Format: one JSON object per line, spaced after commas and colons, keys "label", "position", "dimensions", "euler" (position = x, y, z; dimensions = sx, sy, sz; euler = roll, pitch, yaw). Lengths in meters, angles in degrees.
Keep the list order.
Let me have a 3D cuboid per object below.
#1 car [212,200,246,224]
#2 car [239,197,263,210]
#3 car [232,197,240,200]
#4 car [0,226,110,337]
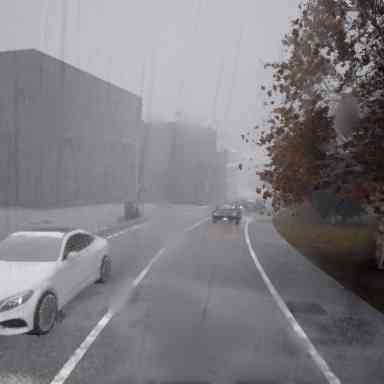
{"label": "car", "position": [2.717, 1.536, 24.790], "dimensions": [1.895, 1.301, 4.718], "euler": [1, 0, 12]}
{"label": "car", "position": [7.703, 1.503, 41.904], "dimensions": [1.812, 1.442, 4.674], "euler": [2, 0, 20]}
{"label": "car", "position": [6.830, 1.456, 48.897], "dimensions": [1.994, 1.385, 4.181], "euler": [2, 0, 24]}
{"label": "car", "position": [-3.045, 1.491, 6.765], "dimensions": [1.812, 1.442, 4.674], "euler": [0, 0, 3]}
